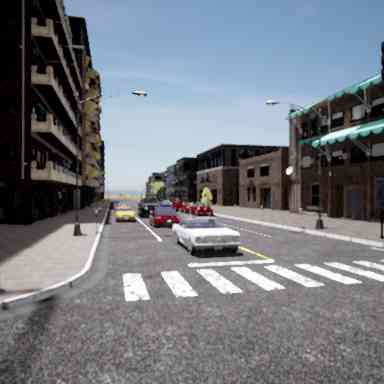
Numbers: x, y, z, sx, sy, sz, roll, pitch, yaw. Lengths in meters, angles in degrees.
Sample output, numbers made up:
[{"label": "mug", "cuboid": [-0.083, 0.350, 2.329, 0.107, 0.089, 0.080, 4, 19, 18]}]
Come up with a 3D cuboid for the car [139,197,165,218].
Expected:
[{"label": "car", "cuboid": [-4.599, 1.602, 35.460, 2.150, 2.045, 5.566, 0, -1, -13]}]

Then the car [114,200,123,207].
[{"label": "car", "cuboid": [-15.130, 2.305, 68.272, 1.887, 1.381, 4.507, -1, 0, -13]}]

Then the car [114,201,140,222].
[{"label": "car", "cuboid": [-5.924, 1.841, 29.439, 1.752, 1.417, 4.829, -1, 0, -13]}]

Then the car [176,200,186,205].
[{"label": "car", "cuboid": [-0.374, 2.037, 42.585, 1.802, 1.307, 4.206, -1, 0, -13]}]

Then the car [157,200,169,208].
[{"label": "car", "cuboid": [-5.652, 2.290, 64.671, 1.802, 1.307, 4.206, -1, 0, -13]}]

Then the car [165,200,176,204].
[{"label": "car", "cuboid": [-3.888, 2.061, 45.991, 1.994, 1.385, 4.181, 0, -1, -13]}]

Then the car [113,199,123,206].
[{"label": "car", "cuboid": [-16.450, 2.375, 73.794, 2.008, 1.369, 4.403, -1, -1, -13]}]

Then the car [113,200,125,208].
[{"label": "car", "cuboid": [-13.810, 2.262, 62.750, 1.947, 1.339, 4.313, -1, 0, -13]}]

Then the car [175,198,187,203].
[{"label": "car", "cuboid": [-1.697, 1.833, 48.109, 2.192, 1.841, 5.009, -1, 0, -13]}]

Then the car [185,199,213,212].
[{"label": "car", "cuboid": [0.965, 1.832, 37.071, 1.967, 1.590, 4.097, -1, 0, -13]}]

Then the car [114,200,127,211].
[{"label": "car", "cuboid": [-11.178, 2.009, 51.707, 1.967, 1.590, 4.097, -1, 0, -13]}]

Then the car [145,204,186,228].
[{"label": "car", "cuboid": [-2.052, 1.823, 24.700, 1.994, 1.385, 4.181, 0, -1, -14]}]

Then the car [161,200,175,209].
[{"label": "car", "cuboid": [-4.373, 2.172, 59.315, 1.752, 1.417, 4.829, -1, 0, -13]}]

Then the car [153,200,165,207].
[{"label": "car", "cuboid": [-6.973, 2.354, 70.192, 1.802, 1.307, 4.206, -1, 0, -13]}]

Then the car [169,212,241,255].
[{"label": "car", "cuboid": [0.464, 1.742, 14.175, 1.895, 1.301, 4.718, 0, -1, -13]}]

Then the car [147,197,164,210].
[{"label": "car", "cuboid": [-6.250, 1.829, 55.642, 2.150, 2.045, 5.566, 0, -1, -13]}]
